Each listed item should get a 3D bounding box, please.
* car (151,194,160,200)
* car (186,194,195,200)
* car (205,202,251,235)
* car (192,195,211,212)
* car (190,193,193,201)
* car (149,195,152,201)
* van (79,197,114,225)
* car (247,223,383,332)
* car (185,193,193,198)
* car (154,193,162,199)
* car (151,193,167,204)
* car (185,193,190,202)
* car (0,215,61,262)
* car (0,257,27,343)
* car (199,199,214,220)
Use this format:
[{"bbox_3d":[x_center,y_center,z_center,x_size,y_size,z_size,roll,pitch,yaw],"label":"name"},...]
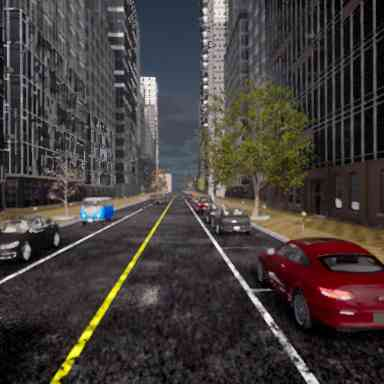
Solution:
[{"bbox_3d":[-8.834,1.196,80.165,1.802,1.307,4.206,0,0,-2],"label":"car"},{"bbox_3d":[-0.460,1.117,80.490,1.947,1.339,4.313,0,0,-2],"label":"car"},{"bbox_3d":[2.035,1.457,17.924,2.008,1.369,4.403,0,0,-2],"label":"car"},{"bbox_3d":[1.354,1.259,34.987,1.967,1.590,4.097,0,0,-2],"label":"car"},{"bbox_3d":[1.127,1.228,40.675,1.967,1.590,4.097,0,0,-2],"label":"car"},{"bbox_3d":[-8.607,1.196,74.475,1.887,1.381,4.507,0,0,-2],"label":"car"},{"bbox_3d":[-6.567,1.283,23.281,1.690,1.788,3.998,0,0,-2],"label":"van"},{"bbox_3d":[2.488,1.536,6.549,1.802,1.307,4.206,0,0,-2],"label":"car"},{"bbox_3d":[-0.913,1.042,91.865,1.947,1.339,4.313,0,0,-2],"label":"car"},{"bbox_3d":[-9.287,1.084,91.540,1.887,1.381,4.507,0,0,-2],"label":"car"},{"bbox_3d":[-5.173,1.301,55.837,2.033,1.411,5.357,0,0,-2],"label":"car"},{"bbox_3d":[0.221,1.204,63.427,1.887,1.381,4.507,0,0,-2],"label":"car"},{"bbox_3d":[-6.113,1.545,11.906,2.008,1.369,4.403,0,0,-2],"label":"car"},{"bbox_3d":[-3.004,1.563,1.433,2.033,1.411,5.357,0,0,-2],"label":"car"},{"bbox_3d":[1.808,1.430,23.612,2.008,1.369,4.403,0,0,-2],"label":"car"}]
